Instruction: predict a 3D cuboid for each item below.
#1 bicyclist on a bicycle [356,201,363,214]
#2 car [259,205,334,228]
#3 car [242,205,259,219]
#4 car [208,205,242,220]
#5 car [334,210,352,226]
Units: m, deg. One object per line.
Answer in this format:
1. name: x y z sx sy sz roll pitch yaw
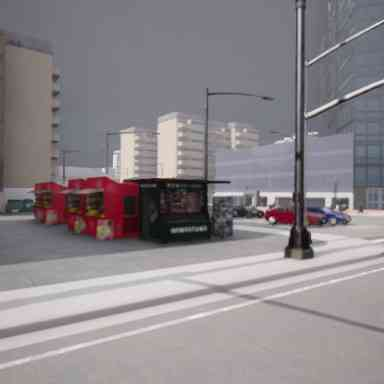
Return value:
1. bicyclist on a bicycle: 20.983 1.925 41.559 1.656 1.620 0.582 0 -1 -36
2. car: 7.891 1.821 25.588 1.882 1.535 5.008 1 -1 -36
3. car: 5.622 2.048 34.672 1.994 1.385 4.181 1 -1 -36
4. car: 2.402 2.055 33.144 1.895 1.301 4.718 1 -1 -36
5. car: 10.753 1.910 27.572 1.812 1.442 4.674 1 -1 -35
